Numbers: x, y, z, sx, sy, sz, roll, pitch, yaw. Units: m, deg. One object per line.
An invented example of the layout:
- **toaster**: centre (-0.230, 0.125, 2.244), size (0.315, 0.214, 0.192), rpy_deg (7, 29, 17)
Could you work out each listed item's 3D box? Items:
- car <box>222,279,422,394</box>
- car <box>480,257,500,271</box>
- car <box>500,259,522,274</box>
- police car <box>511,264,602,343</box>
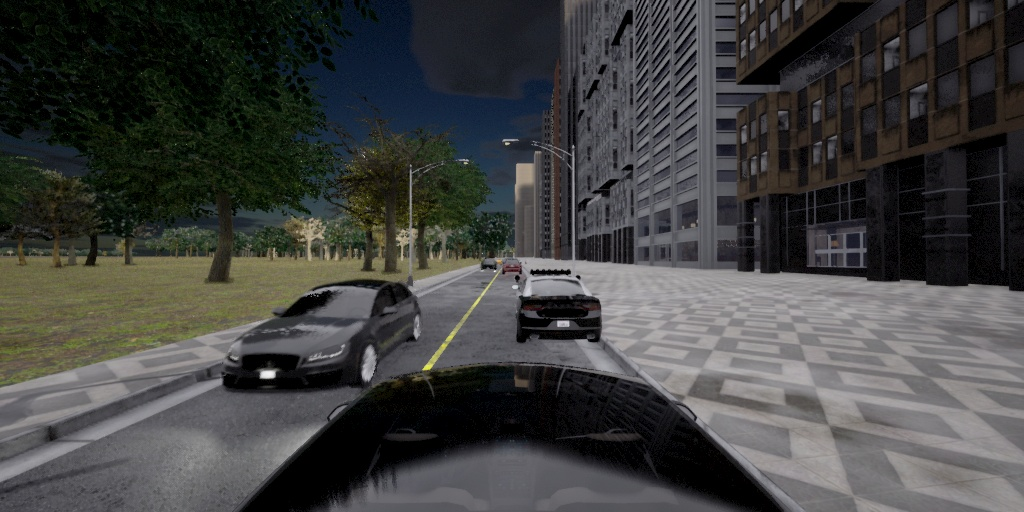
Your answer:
- **car**: centre (-3.108, 1.255, 6.984), size (1.837, 1.490, 4.892), rpy_deg (0, 0, 0)
- **car**: centre (-3.172, 1.045, 49.229), size (2.097, 1.767, 4.553), rpy_deg (0, 0, 0)
- **car**: centre (0.018, 1.063, 39.647), size (2.097, 1.767, 4.553), rpy_deg (0, 0, 0)
- **police car**: centre (1.038, 1.174, 9.859), size (1.930, 1.638, 5.238), rpy_deg (0, 0, 0)
